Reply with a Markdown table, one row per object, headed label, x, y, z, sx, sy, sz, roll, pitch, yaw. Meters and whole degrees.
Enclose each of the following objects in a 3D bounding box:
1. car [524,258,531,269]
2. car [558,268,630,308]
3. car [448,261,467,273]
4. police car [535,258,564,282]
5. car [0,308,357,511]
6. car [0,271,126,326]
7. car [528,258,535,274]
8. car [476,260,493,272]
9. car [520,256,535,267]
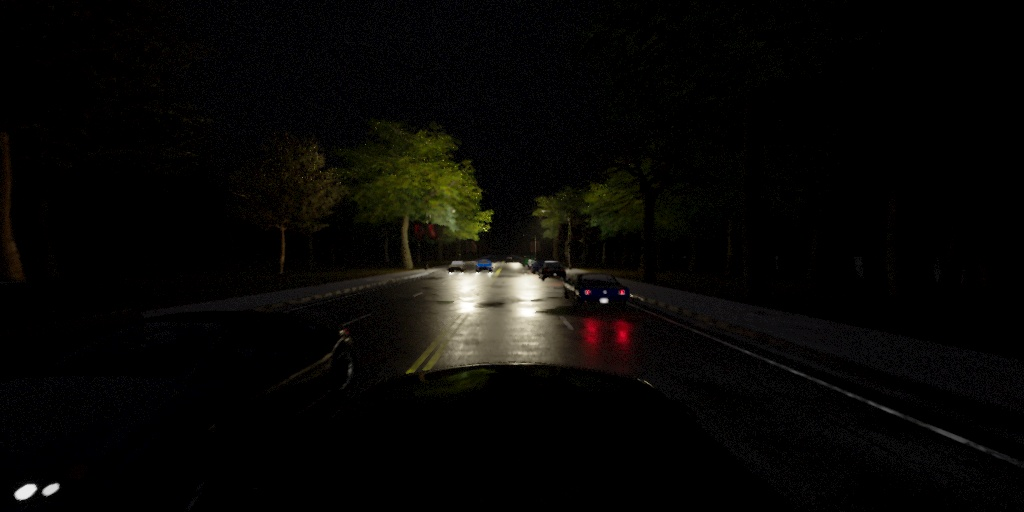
| label | x | y | z | sx | sy | sz | roll | pitch | yaw |
| --- | --- | --- | --- | --- | --- | --- | --- | --- | --- |
| car | 3.093 | 1.335 | 51.347 | 1.895 | 1.301 | 4.718 | 0 | 0 | 0 |
| car | 3.351 | 1.349 | 15.228 | 1.895 | 1.301 | 4.718 | 0 | 0 | 0 |
| car | -6.696 | 1.292 | 44.730 | 2.033 | 1.411 | 5.357 | 0 | 0 | 0 |
| police car | 3.220 | 1.176 | 29.404 | 1.930 | 1.638 | 5.238 | 0 | 0 | 0 |
| car | -3.351 | 1.314 | 3.766 | 1.994 | 1.385 | 4.181 | 0 | 0 | 0 |
| car | -6.600 | 1.102 | 3.610 | 2.097 | 1.767 | 4.553 | 0 | 0 | 0 |
| car | 3.169 | 1.273 | 40.305 | 1.812 | 1.442 | 4.674 | 0 | 0 | 0 |
| car | -3.445 | 1.221 | 45.061 | 1.882 | 1.535 | 5.008 | 0 | 0 | 0 |
| car | 2.993 | 0.930 | 62.356 | 2.150 | 2.045 | 5.566 | 0 | 0 | -1 |
